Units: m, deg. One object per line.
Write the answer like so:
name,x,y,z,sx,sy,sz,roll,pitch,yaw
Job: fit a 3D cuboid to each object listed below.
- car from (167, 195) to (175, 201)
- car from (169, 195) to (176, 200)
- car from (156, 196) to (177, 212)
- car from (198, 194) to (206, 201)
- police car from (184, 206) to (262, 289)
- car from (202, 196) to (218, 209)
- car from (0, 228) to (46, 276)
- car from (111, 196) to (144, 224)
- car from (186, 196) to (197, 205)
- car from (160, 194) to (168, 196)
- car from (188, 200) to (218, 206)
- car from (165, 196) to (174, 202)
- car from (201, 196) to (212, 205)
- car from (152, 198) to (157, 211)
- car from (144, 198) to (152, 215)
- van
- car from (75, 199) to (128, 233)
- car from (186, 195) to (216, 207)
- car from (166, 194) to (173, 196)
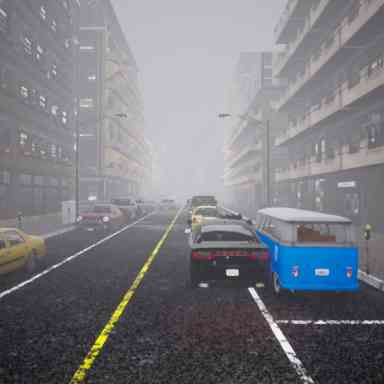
car,-5.373,1.584,86.074,1.802,1.307,4.206,1,0,0
car,-5.377,1.583,91.623,1.802,1.307,4.206,1,0,0
car,-2.780,1.530,39.233,1.812,1.442,4.674,0,0,0
car,2.509,1.442,86.101,1.967,1.590,4.097,1,0,0
police car,0.819,1.427,9.323,1.930,1.638,5.238,0,0,0
car,2.539,1.445,47.258,1.967,1.590,4.097,1,0,0
car,-5.311,1.527,8.218,1.752,1.417,4.829,1,0,0
car,-5.322,1.318,25.035,2.192,1.841,5.009,1,0,0
car,-0.046,1.482,59.319,1.882,1.535,5.008,0,0,0
car,-5.346,1.530,52.610,1.752,1.417,4.829,1,0,0
car,0.811,1.458,19.404,1.801,1.575,5.366,0,0,0
car,-5.368,1.568,80.525,1.947,1.339,4.313,1,0,0
car,2.530,1.530,58.526,1.752,1.417,4.829,1,0,0
car,-5.338,1.586,41.682,1.802,1.307,4.206,1,0,0
car,-5.326,1.319,30.584,2.192,1.841,5.009,1,0,0
van,2.571,1.342,8.414,1.690,1.788,3.998,1,0,0
car,-5.319,1.443,19.486,1.967,1.590,4.097,1,0,0
car,0.806,1.228,25.245,2.150,2.045,5.566,0,0,0
car,-5.352,1.319,63.878,2.192,1.841,5.009,1,0,0
